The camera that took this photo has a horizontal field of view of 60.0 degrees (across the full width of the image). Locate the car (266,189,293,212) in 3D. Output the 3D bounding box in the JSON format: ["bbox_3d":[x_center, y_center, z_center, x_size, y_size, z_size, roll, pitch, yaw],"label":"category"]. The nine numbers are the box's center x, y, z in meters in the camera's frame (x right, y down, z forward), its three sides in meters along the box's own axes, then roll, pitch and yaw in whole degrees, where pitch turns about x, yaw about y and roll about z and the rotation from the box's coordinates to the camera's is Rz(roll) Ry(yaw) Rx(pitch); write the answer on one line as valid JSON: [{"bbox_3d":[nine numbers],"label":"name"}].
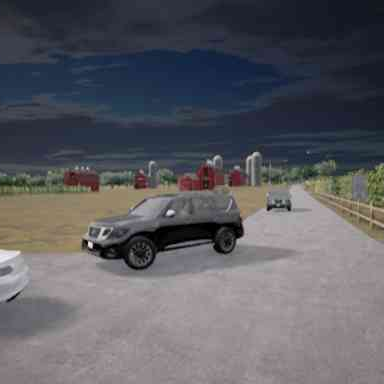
[{"bbox_3d":[8.289,0.736,31.430,2.150,2.045,5.566,0,1,17],"label":"car"}]

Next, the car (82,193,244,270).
[{"bbox_3d":[-0.675,1.074,10.943,5.566,2.045,2.150,-1,1,-39],"label":"car"}]

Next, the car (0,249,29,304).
[{"bbox_3d":[-5.483,1.577,5.887,4.674,1.442,1.812,-1,1,-14],"label":"car"}]
